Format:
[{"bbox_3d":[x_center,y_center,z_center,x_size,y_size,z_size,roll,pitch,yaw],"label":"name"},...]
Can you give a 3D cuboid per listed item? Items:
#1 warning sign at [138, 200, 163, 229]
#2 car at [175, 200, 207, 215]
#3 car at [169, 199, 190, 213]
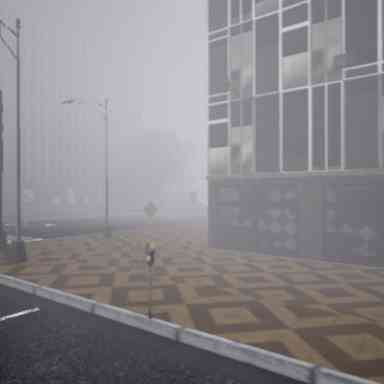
[{"bbox_3d":[-2.827,1.505,22.783,1.300,1.860,1.060,1,1,33],"label":"warning sign"},{"bbox_3d":[0.234,2.256,45.024,1.882,1.535,5.008,0,-1,33],"label":"car"},{"bbox_3d":[-1.039,2.054,49.046,2.150,2.045,5.566,0,-1,33],"label":"car"}]
